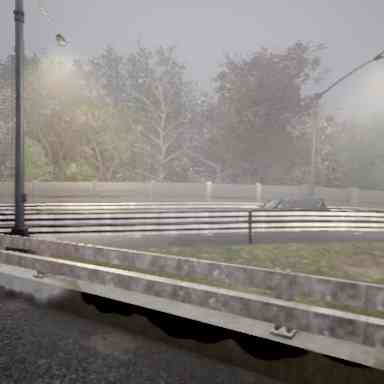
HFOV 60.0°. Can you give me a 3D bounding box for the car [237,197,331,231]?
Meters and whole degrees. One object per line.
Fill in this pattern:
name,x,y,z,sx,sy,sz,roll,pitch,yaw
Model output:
car,5.502,1.315,19.960,5.566,2.045,2.150,0,0,-13
